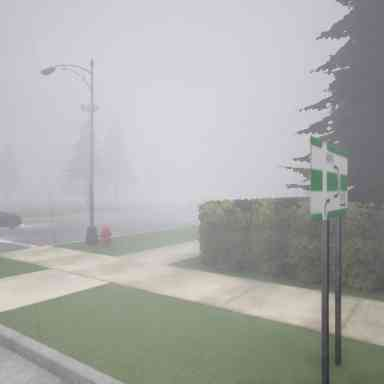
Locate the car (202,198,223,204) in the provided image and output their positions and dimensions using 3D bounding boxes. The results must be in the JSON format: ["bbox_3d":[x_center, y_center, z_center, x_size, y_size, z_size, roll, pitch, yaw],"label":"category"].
[{"bbox_3d":[3.750,1.600,42.407,1.895,1.301,4.718,0,0,36],"label":"car"}]

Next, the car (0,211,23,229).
[{"bbox_3d":[-12.522,1.564,19.937,1.994,1.385,4.181,0,0,36],"label":"car"}]

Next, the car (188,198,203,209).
[{"bbox_3d":[1.234,1.525,44.898,1.812,1.442,4.674,0,0,36],"label":"car"}]
